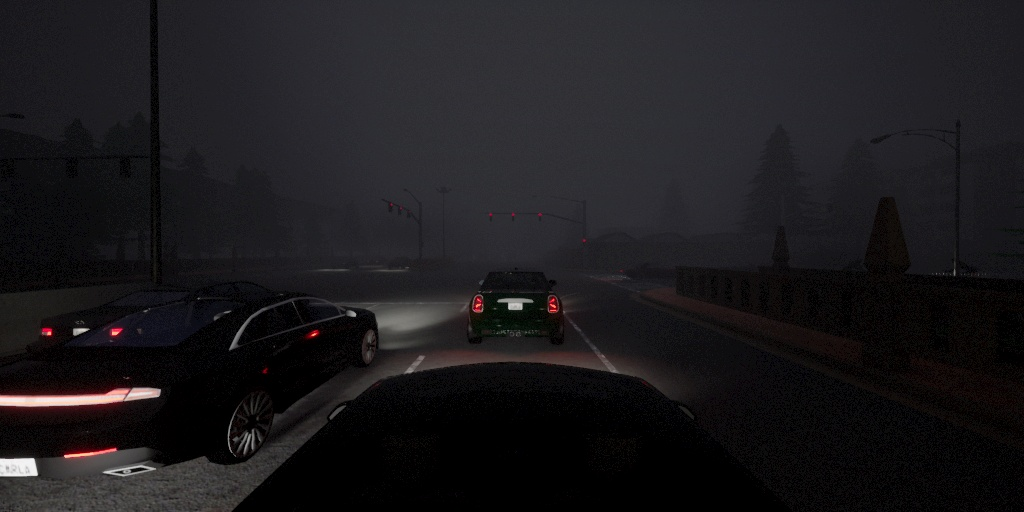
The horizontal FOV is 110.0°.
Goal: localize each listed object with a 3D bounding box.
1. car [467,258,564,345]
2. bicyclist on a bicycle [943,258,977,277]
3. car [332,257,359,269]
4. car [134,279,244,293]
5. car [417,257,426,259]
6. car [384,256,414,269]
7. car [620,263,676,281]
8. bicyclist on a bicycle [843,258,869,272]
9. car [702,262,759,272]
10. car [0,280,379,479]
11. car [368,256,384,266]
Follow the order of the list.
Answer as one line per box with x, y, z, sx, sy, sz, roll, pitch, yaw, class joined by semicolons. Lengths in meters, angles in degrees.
0.140;1.048;9.564;2.097;1.767;4.553;0;1;2;car
22.198;0.920;17.778;0.582;1.620;1.656;0;0;-35;bicyclist on a bicycle
-21.110;0.876;45.672;1.812;1.442;4.674;0;1;0;car
-6.922;1.251;8.287;2.033;1.411;5.357;0;0;0;car
-14.105;0.861;55.055;1.895;1.301;4.718;0;1;0;car
-14.111;0.830;45.498;1.882;1.535;5.008;0;1;0;car
10.450;1.140;25.999;4.718;1.301;1.895;0;1;3;car
17.863;0.911;18.628;0.582;1.620;1.656;0;1;-14;bicyclist on a bicycle
18.059;1.109;29.326;4.718;1.301;1.895;0;1;2;car
-3.438;1.224;4.901;2.128;1.511;4.902;0;0;0;car
-21.096;0.723;56.629;1.882;1.535;5.008;0;1;0;car
